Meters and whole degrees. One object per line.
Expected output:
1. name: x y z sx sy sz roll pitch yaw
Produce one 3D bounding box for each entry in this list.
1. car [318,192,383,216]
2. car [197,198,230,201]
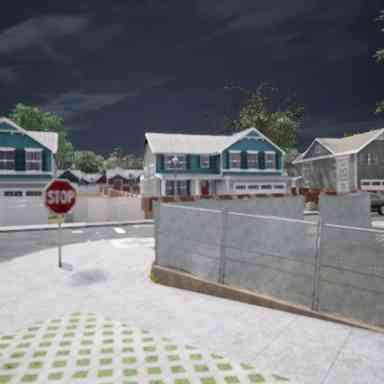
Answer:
1. car: 10.340 0.769 21.098 4.892 1.490 1.837 -2 0 -17
2. car: 1.002 1.057 18.120 5.357 1.411 2.033 -2 0 -18
